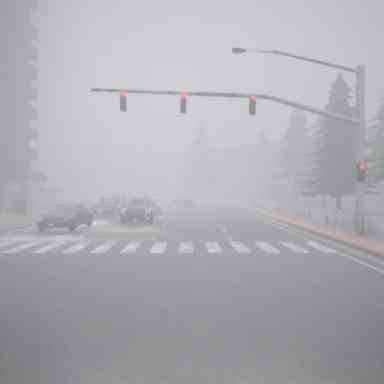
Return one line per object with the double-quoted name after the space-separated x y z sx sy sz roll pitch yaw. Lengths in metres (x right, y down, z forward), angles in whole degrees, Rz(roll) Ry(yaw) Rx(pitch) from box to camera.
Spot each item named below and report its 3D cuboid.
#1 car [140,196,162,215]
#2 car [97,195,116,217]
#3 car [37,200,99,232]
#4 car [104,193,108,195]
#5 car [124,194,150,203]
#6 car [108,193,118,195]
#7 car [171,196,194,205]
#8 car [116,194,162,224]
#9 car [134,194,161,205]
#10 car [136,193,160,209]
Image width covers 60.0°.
-3.928 1.251 32.392 1.882 1.535 5.008 0 0 -4 "car"
-7.216 1.279 28.371 2.128 1.511 4.902 0 0 -1 "car"
-7.087 1.370 19.106 1.812 1.442 4.674 0 0 0 "car"
-14.547 0.934 58.350 4.553 1.767 2.097 0 0 32 "car"
-9.790 1.117 59.227 4.674 1.442 1.812 0 0 37 "car"
-8.229 1.076 38.172 2.097 1.767 4.553 0 0 -16 "car"
-1.476 1.242 49.075 1.994 1.385 4.181 0 0 -29 "car"
-3.585 1.182 23.185 2.097 1.767 4.553 0 0 0 "car"
-6.890 1.152 51.456 1.837 1.490 4.892 0 0 -39 "car"
-5.524 1.065 41.439 2.097 1.767 4.553 0 0 -19 "car"
